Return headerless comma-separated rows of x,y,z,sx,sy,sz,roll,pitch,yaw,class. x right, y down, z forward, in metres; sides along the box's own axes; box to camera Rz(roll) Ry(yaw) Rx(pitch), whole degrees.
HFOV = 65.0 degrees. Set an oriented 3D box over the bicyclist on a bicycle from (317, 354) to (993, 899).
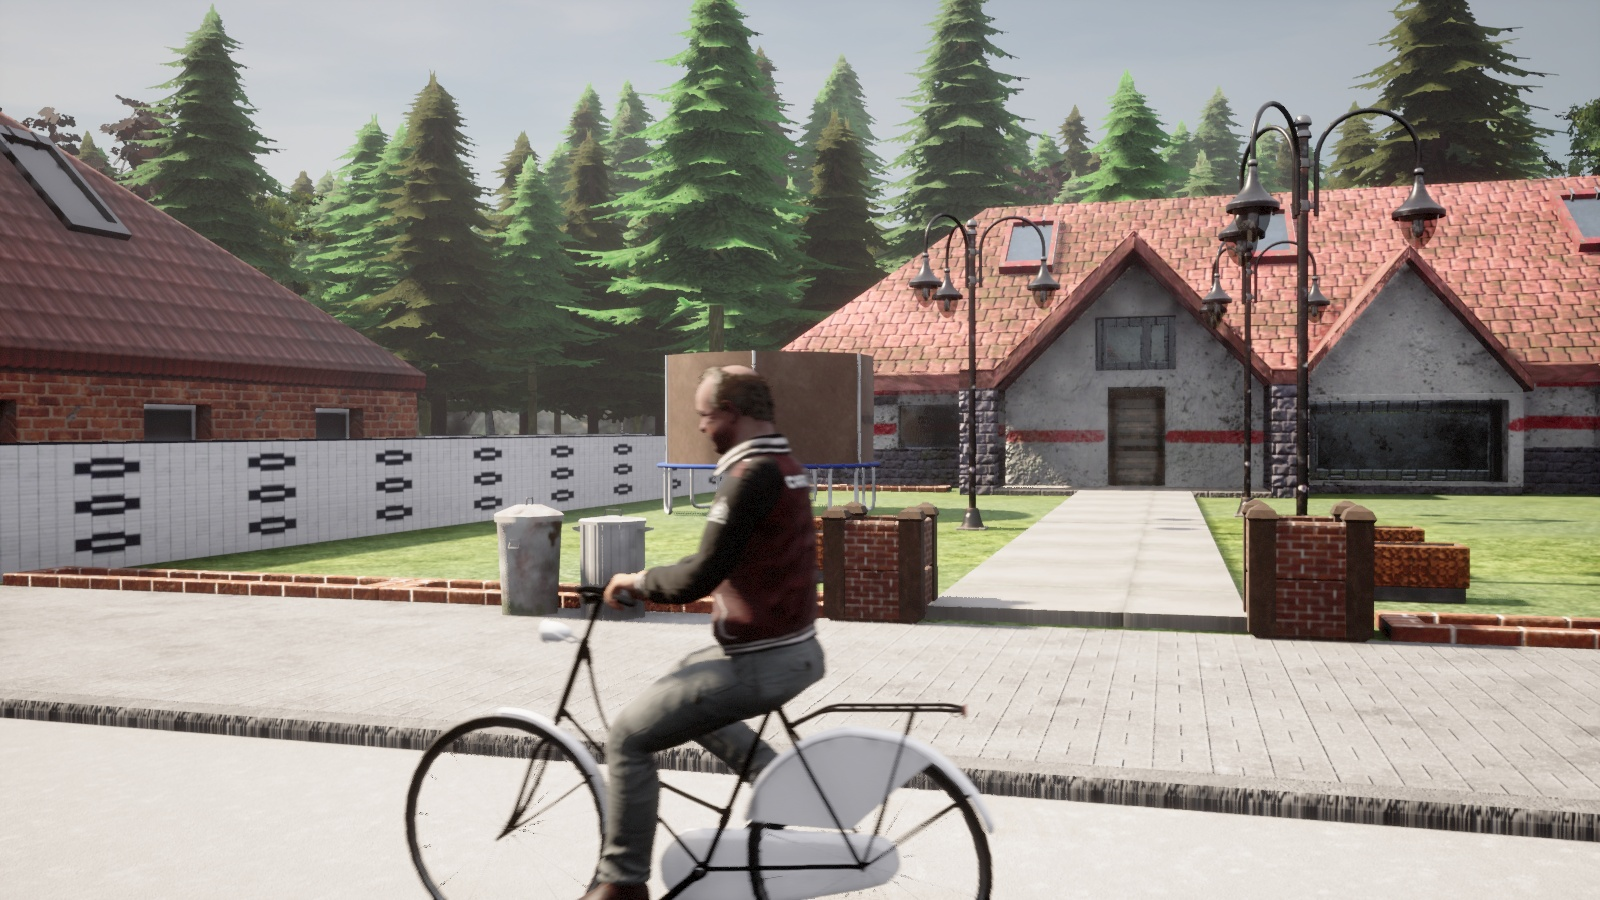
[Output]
-0.413,0.637,3.669,1.843,1.776,0.659,1,1,16,bicyclist on a bicycle
